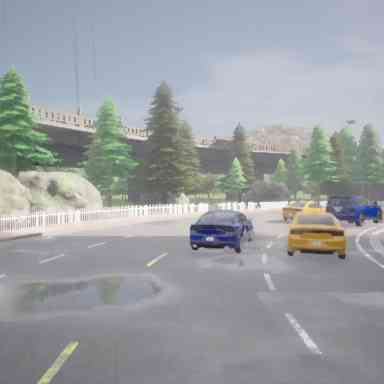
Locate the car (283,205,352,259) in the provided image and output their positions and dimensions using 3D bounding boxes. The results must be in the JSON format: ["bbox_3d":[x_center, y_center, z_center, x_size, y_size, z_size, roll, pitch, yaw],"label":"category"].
[{"bbox_3d":[4.714,1.485,12.859,1.882,1.535,5.008,0,0,18],"label":"car"}]

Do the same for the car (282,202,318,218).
[{"bbox_3d":[8.917,1.485,25.711,5.008,1.535,1.882,0,0,-43],"label":"car"}]

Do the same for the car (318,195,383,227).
[{"bbox_3d":[11.321,1.258,23.167,5.566,2.045,2.150,0,0,-43],"label":"car"}]

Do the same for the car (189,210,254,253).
[{"bbox_3d":[1.388,1.485,13.949,1.882,1.535,5.008,0,0,18],"label":"car"}]
